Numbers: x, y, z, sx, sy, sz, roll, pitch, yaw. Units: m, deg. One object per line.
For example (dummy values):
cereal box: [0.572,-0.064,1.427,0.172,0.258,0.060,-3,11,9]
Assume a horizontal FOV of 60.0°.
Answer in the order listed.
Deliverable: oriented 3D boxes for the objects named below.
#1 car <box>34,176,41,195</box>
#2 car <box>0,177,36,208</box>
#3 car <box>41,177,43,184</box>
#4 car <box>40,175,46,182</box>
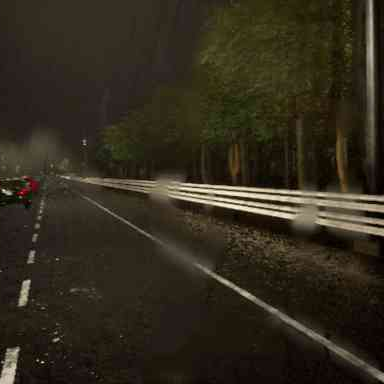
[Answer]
car: [-19.492,-0.714,39.323,2.150,2.045,5.566,-5,5,-23]
car: [-12.670,0.092,23.605,2.150,2.045,5.566,-5,5,-23]
car: [-29.779,-1.591,63.106,1.812,1.442,4.674,-5,4,-23]
car: [-38.437,-2.871,83.007,2.150,2.045,5.566,-5,5,-23]
